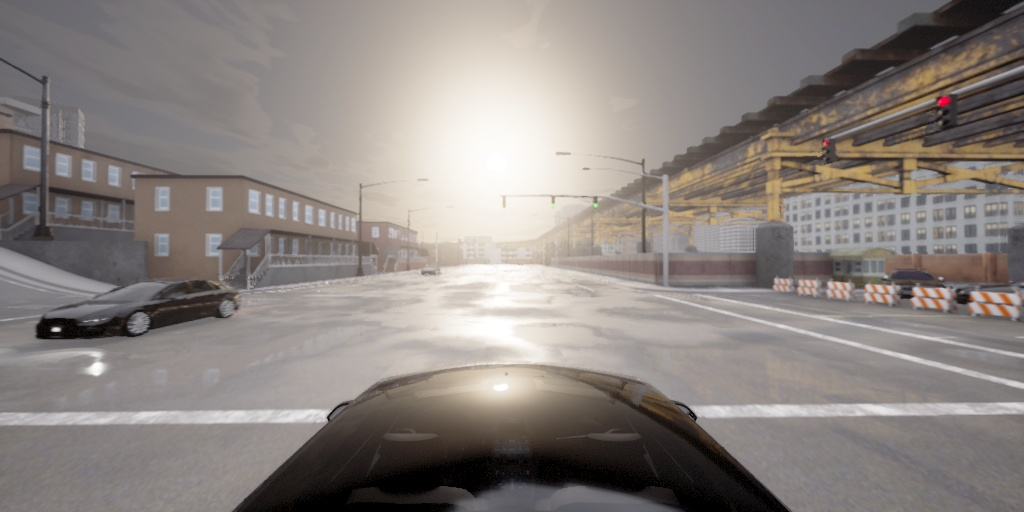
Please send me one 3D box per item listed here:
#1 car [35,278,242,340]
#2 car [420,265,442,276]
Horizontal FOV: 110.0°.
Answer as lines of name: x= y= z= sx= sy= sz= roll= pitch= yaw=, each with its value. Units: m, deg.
car: x=-10.503 y=1.449 z=10.690 sx=1.837 sy=1.490 sz=4.892 roll=0 pitch=0 yaw=0
car: x=-10.499 y=1.842 z=46.938 sx=2.033 sy=1.411 sz=5.357 roll=0 pitch=0 yaw=0
